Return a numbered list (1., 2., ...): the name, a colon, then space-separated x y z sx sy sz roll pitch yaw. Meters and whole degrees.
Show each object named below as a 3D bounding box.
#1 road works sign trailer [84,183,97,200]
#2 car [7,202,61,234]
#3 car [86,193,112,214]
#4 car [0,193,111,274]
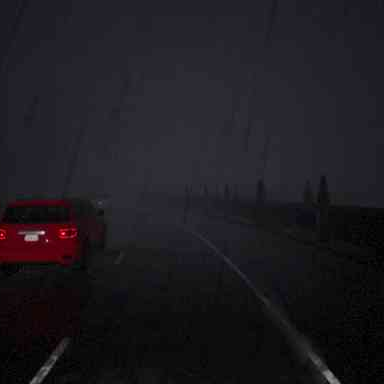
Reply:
1. road works sign trailer: -18.094 0.286 59.106 2.380 3.560 2.880 0 0 -36
2. car: -9.220 1.452 19.852 1.837 1.490 4.892 0 0 -12
3. car: -9.824 1.114 34.812 2.150 2.045 5.566 0 0 -20
4. car: -4.169 1.191 10.697 2.150 2.045 5.566 0 0 -6
